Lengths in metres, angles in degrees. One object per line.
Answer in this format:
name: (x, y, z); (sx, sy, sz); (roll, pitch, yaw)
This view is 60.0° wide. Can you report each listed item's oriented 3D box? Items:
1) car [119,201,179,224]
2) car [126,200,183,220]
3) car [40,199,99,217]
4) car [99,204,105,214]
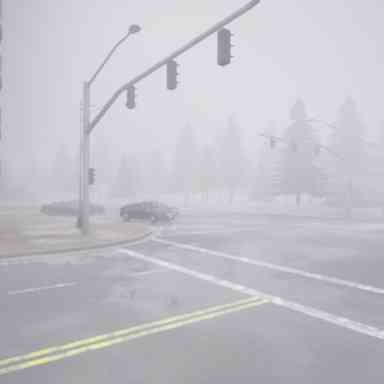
car: (-3.458, 1.526, 25.345); (4.902, 1.511, 2.128); (0, 0, 38)
car: (-3.385, 1.546, 29.899); (4.902, 1.511, 2.128); (0, 0, 35)
car: (-11.670, 1.555, 30.956); (5.357, 1.411, 2.033); (0, 0, 25)
car: (-11.340, 1.503, 34.512); (5.008, 1.535, 1.882); (1, 0, 22)
